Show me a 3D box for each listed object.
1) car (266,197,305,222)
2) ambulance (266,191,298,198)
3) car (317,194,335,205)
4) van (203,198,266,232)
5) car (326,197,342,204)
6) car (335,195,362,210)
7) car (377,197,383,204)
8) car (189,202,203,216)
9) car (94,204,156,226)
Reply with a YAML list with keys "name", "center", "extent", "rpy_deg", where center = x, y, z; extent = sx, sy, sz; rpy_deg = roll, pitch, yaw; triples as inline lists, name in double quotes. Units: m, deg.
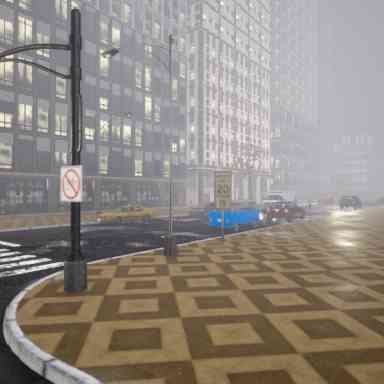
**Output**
- name: "car"
  center: [7.649, 1.472, 26.855]
  extent: [1.967, 1.590, 4.097]
  rpy_deg: [0, 0, 38]
- name: "ambulance"
  center: [10.284, 1.063, 38.963]
  extent: [2.351, 2.431, 6.366]
  rpy_deg: [0, 0, 38]
- name: "car"
  center: [25.214, 1.381, 62.499]
  extent: [2.192, 1.841, 5.009]
  rpy_deg: [0, 0, 38]
- name: "van"
  center: [2.676, 1.368, 20.234]
  extent: [1.690, 1.788, 3.998]
  rpy_deg: [0, 0, 38]
- name: "car"
  center: [28.614, 1.624, 66.902]
  extent: [2.008, 1.369, 4.403]
  rpy_deg: [0, 0, 38]
- name: "car"
  center: [21.250, 1.368, 44.471]
  extent: [2.192, 1.841, 5.009]
  rpy_deg: [0, 0, 38]
- name: "car"
  center: [38.250, 1.658, 66.489]
  extent: [1.947, 1.339, 4.313]
  rpy_deg: [0, 0, 38]
- name: "car"
  center: [1.412, 1.604, 31.672]
  extent: [1.802, 1.307, 4.206]
  rpy_deg: [0, 0, 38]
- name: "car"
  center: [-4.708, 1.540, 23.958]
  extent: [1.752, 1.417, 4.829]
  rpy_deg: [0, 0, 38]
